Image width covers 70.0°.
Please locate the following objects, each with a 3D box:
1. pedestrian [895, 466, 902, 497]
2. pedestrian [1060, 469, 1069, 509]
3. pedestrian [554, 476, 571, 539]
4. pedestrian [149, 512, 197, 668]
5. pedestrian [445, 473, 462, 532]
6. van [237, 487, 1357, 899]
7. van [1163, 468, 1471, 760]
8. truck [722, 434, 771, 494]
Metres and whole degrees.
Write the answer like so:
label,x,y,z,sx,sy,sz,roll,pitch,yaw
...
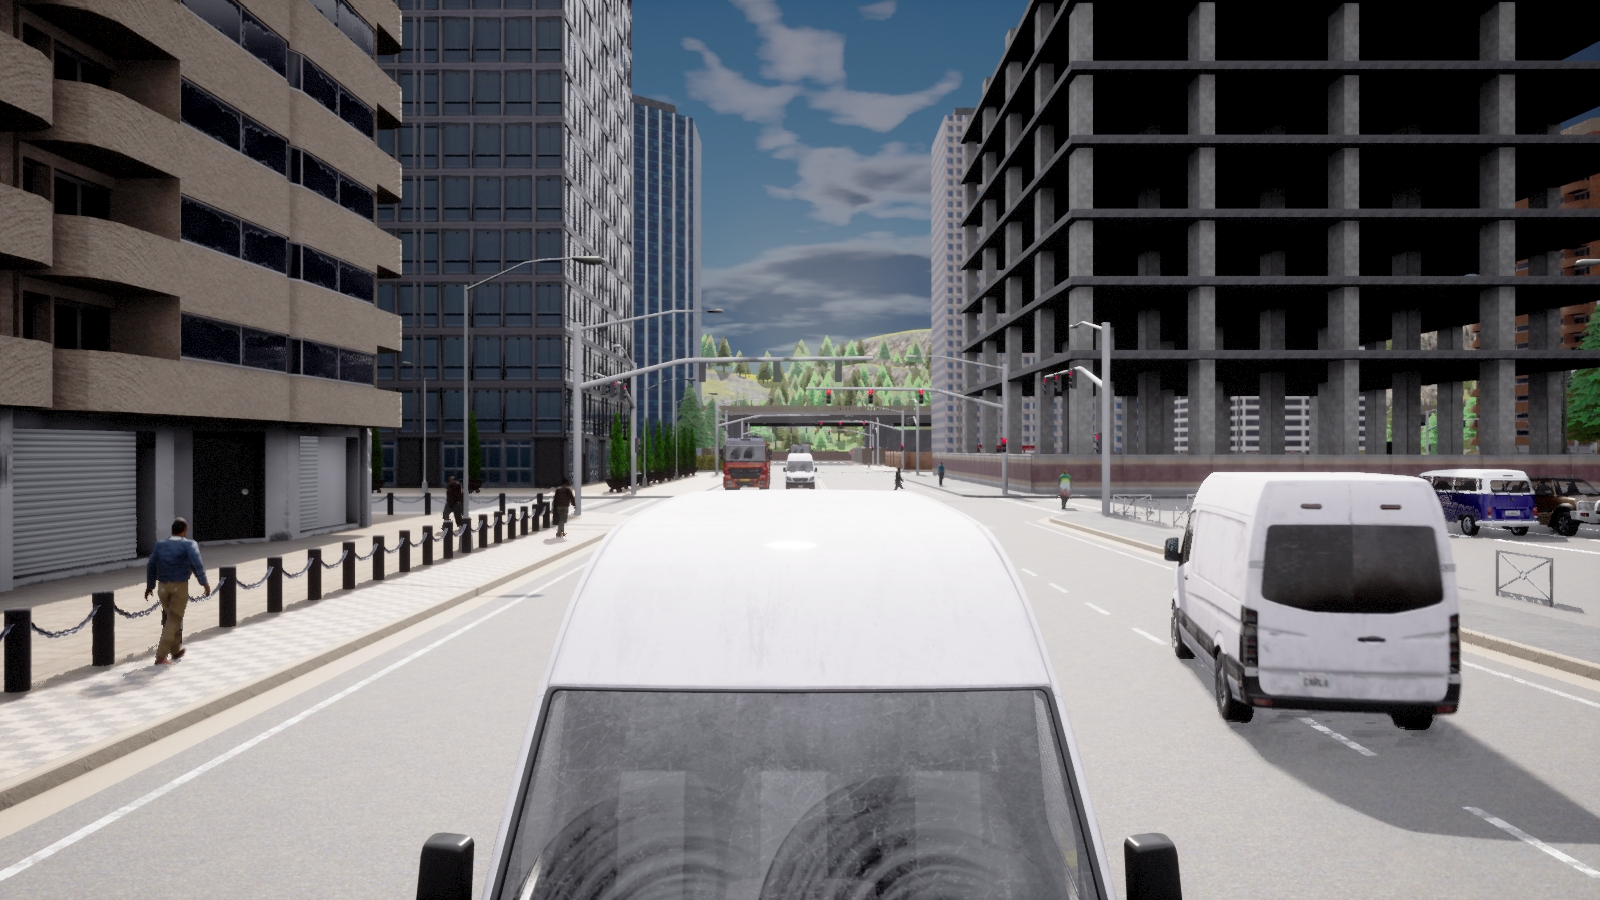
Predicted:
label,x,y,z,sx,sy,sz,roll,pitch,yaw
pedestrian,5.820,1.849,67.339,0.375,1.860,0.375,0,0,2
pedestrian,12.192,1.793,52.632,0.375,1.860,0.375,0,0,7
pedestrian,-7.045,1.697,33.930,0.375,1.860,0.375,0,0,13
pedestrian,-7.671,1.699,13.986,0.375,1.860,0.375,0,0,1
pedestrian,-10.933,1.649,36.027,0.375,1.860,0.375,0,0,23
van,-0.002,1.534,4.985,1.988,2.561,5.915,0,0,0
van,5.674,1.534,13.450,1.988,2.561,5.915,0,0,11
truck,-3.496,0.891,77.013,2.891,3.827,8.468,0,0,0
